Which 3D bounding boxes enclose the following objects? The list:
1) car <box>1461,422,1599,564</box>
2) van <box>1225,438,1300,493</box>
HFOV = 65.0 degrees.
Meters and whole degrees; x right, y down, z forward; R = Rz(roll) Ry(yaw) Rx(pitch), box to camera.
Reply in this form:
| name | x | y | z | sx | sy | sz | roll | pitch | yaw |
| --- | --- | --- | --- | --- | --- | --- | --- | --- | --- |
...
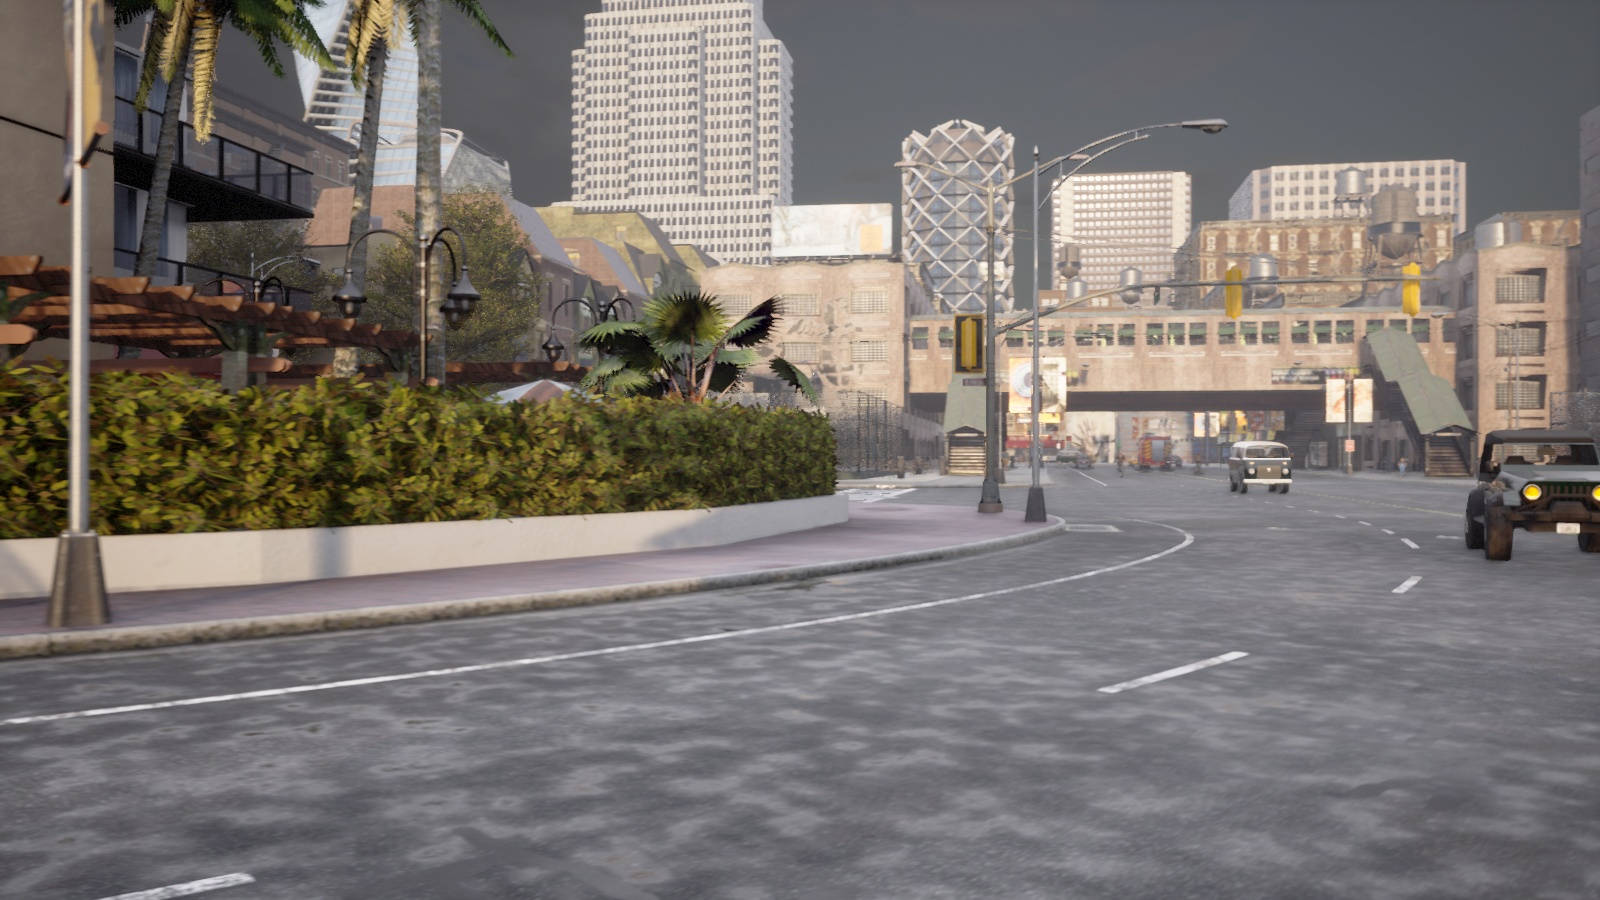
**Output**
| name | x | y | z | sx | sy | sz | roll | pitch | yaw |
| --- | --- | --- | --- | --- | --- | --- | --- | --- | --- |
| car | 11.034 | 0.572 | 18.527 | 1.905 | 1.878 | 3.866 | 0 | 0 | 22 |
| van | 18.012 | 0.580 | 49.121 | 2.069 | 2.038 | 4.480 | 0 | 0 | 11 |
